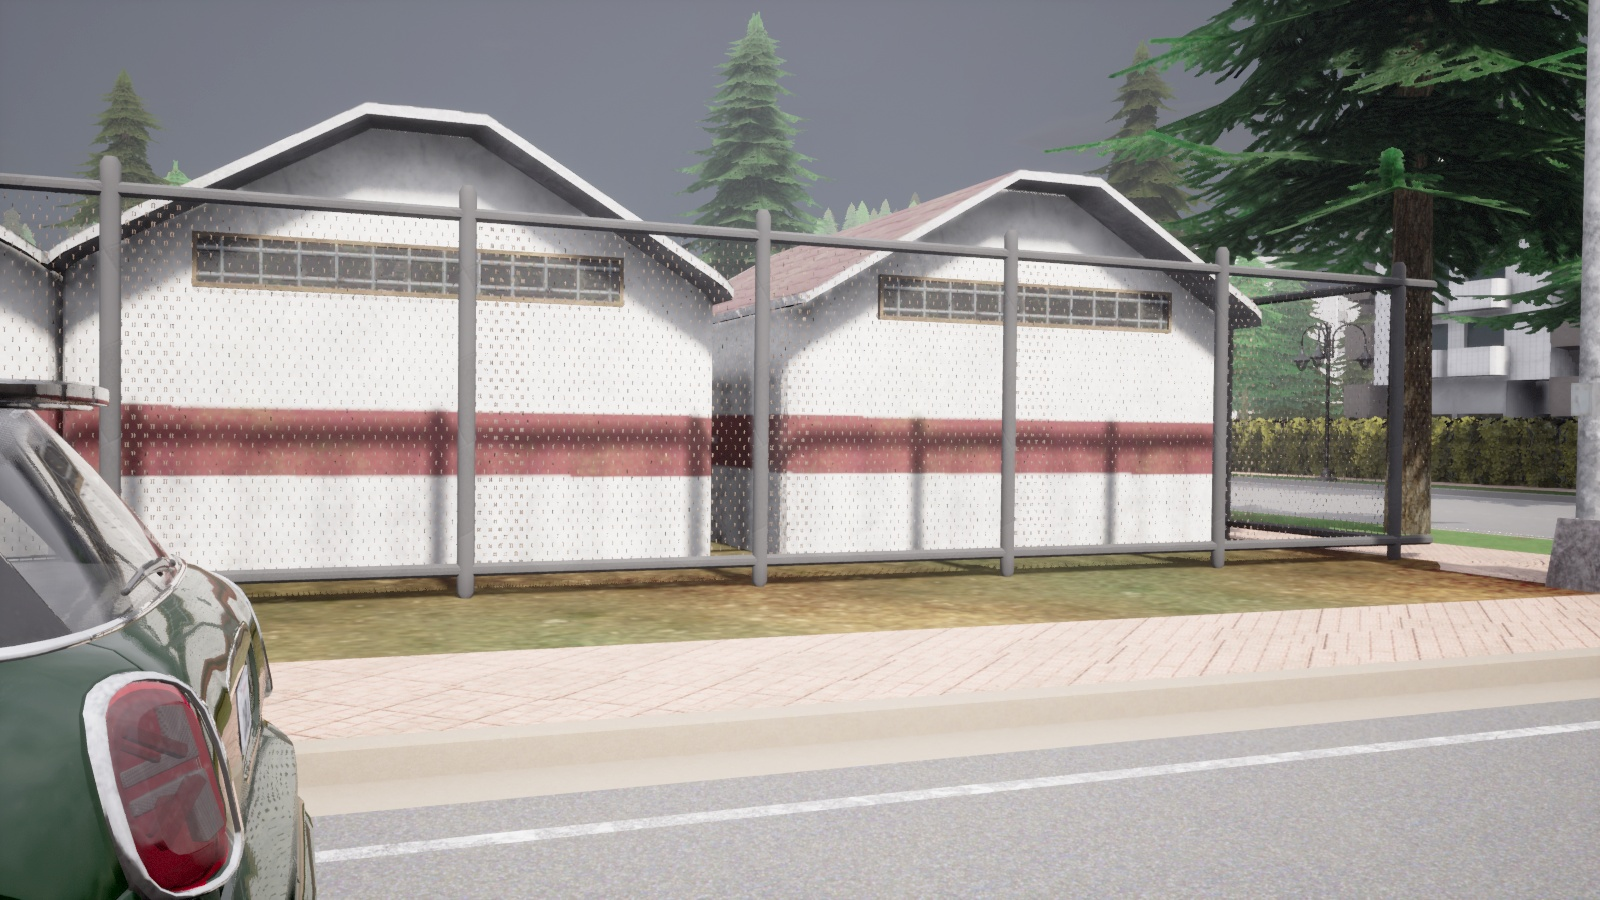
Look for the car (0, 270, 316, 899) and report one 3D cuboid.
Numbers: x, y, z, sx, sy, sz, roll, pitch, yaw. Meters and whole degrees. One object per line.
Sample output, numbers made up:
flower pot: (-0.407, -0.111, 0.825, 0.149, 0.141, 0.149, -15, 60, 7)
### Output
car: (-3.231, 0.659, 2.011, 4.553, 1.767, 2.097, -1, 1, -21)
